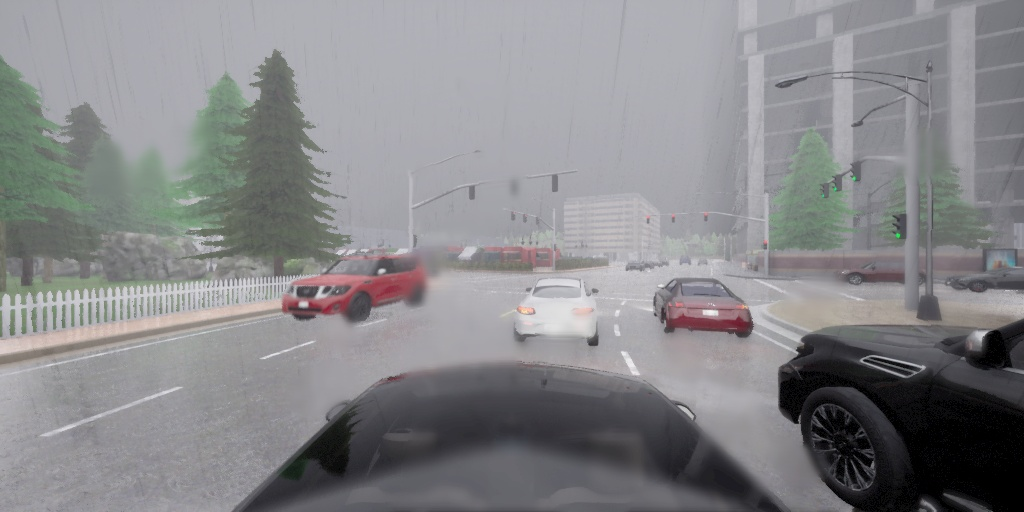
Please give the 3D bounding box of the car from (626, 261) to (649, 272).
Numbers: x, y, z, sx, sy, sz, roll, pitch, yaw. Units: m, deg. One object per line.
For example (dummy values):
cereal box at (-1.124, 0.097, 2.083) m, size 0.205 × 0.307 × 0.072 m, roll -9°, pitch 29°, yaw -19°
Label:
car at (16.457, 1.314, 47.661) m, size 1.994 × 1.385 × 4.181 m, roll 0°, pitch 0°, yaw 29°

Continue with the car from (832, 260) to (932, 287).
car at (25.903, 1.157, 25.387) m, size 4.553 × 1.767 × 2.097 m, roll 0°, pitch 0°, yaw 29°

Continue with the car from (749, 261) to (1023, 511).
car at (3.737, 0.971, 1.179) m, size 2.150 × 2.045 × 5.566 m, roll 0°, pitch 0°, yaw 0°

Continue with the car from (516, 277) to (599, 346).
car at (1.271, 1.276, 9.399) m, size 1.812 × 1.442 × 4.674 m, roll 0°, pitch 0°, yaw 11°

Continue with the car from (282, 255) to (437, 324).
car at (-4.982, 0.971, 12.485) m, size 2.150 × 2.045 × 5.566 m, roll 0°, pitch 0°, yaw 15°

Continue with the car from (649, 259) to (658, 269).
car at (20.781, 1.351, 55.401) m, size 1.895 × 1.301 × 4.718 m, roll 0°, pitch 0°, yaw 29°

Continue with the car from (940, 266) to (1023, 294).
car at (27.992, 1.331, 20.154) m, size 4.674 × 1.442 × 1.812 m, roll 0°, pitch 0°, yaw 29°

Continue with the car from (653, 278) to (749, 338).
car at (5.292, 1.314, 10.409) m, size 1.994 × 1.385 × 4.181 m, roll 0°, pitch 0°, yaw 17°

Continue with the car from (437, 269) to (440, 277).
car at (-8.568, 1.369, 32.591) m, size 4.181 × 1.385 × 1.994 m, roll 0°, pitch 0°, yaw 29°

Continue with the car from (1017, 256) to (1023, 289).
car at (34.242, 1.027, 20.660) m, size 5.566 × 2.045 × 2.150 m, roll 0°, pitch 0°, yaw 30°
